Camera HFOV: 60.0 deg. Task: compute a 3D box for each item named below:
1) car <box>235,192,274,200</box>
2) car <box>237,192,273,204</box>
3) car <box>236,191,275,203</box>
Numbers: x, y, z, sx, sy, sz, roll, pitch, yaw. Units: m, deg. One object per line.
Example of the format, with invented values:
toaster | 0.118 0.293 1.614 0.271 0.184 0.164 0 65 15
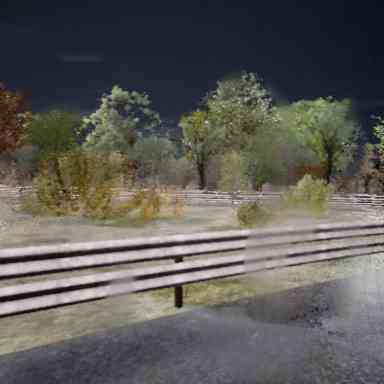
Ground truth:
car | 7.688 0.893 41.086 4.718 1.301 1.895 1 2 12
car | 8.396 0.741 44.510 4.674 1.442 1.812 1 2 12
car | 9.128 0.678 47.933 5.357 1.411 2.033 1 2 12
